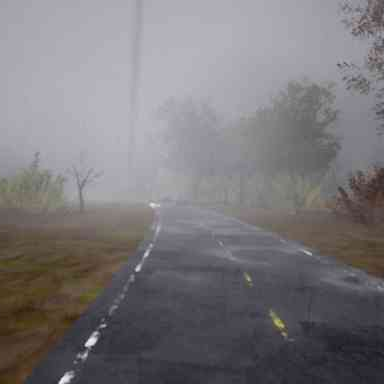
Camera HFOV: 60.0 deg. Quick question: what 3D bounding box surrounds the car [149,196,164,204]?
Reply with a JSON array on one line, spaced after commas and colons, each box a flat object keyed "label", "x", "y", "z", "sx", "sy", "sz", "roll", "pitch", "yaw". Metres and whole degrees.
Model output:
[{"label": "car", "x": -7.300, "y": 1.508, "z": 65.016, "sx": 2.128, "sy": 1.511, "sz": 4.902, "roll": 0, "pitch": 0, "yaw": -13}]

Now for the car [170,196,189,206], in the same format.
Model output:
[{"label": "car", "x": -1.916, "y": 1.378, "z": 54.658, "sx": 2.097, "sy": 1.767, "sz": 4.553, "roll": 0, "pitch": 0, "yaw": -11}]

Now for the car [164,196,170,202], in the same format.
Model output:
[{"label": "car", "x": -5.743, "y": 1.497, "z": 71.220, "sx": 1.882, "sy": 1.535, "sz": 5.008, "roll": 0, "pitch": 0, "yaw": -15}]
